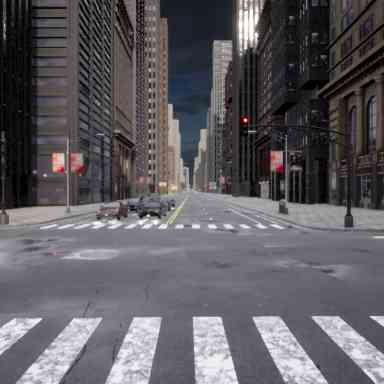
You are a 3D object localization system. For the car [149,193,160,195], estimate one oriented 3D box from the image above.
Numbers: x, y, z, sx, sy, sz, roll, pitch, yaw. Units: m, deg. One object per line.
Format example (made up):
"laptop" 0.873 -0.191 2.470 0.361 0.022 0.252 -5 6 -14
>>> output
"car" -6.639 1.176 57.875 2.150 2.045 5.566 0 0 1

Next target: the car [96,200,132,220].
"car" -6.635 1.513 28.077 1.812 1.442 4.674 0 0 0

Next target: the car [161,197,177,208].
"car" -3.420 1.514 49.802 2.033 1.411 5.357 0 0 0

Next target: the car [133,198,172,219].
"car" -3.362 1.533 29.511 2.033 1.411 5.357 0 0 4

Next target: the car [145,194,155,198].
"car" -6.662 1.475 47.425 1.837 1.490 4.892 0 0 0

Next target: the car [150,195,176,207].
"car" -3.398 1.469 39.250 2.128 1.511 4.902 0 0 0

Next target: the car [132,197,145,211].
"car" -6.649 1.580 37.185 1.895 1.301 4.718 0 0 0
